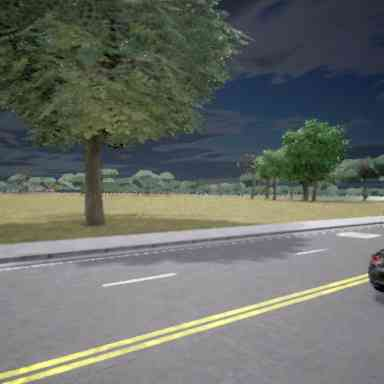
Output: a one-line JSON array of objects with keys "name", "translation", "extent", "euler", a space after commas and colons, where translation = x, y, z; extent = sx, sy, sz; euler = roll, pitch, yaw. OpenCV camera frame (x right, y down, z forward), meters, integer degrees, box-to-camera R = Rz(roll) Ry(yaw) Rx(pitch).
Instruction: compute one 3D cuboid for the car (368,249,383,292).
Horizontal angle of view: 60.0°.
[{"name": "car", "translation": [5.908, 1.573, 7.720], "extent": [4.674, 1.442, 1.812], "euler": [0, 0, -35]}]
